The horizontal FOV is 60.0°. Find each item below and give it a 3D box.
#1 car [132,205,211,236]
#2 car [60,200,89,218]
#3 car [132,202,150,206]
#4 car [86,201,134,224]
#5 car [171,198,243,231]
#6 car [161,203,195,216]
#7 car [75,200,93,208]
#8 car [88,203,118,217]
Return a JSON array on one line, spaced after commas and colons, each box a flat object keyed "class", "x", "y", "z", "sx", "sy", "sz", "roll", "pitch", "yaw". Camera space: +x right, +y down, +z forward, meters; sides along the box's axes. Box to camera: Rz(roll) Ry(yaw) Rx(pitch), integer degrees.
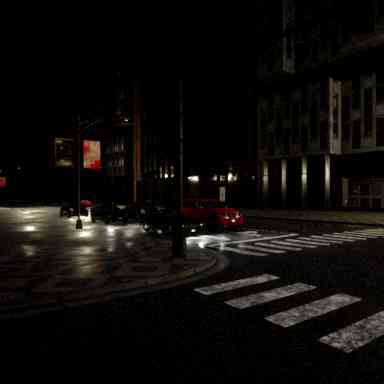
[{"class": "car", "x": -1.476, "y": 1.793, "z": 20.617, "sx": 2.033, "sy": 1.411, "sz": 5.357, "roll": 0, "pitch": -1, "yaw": -36}, {"class": "car", "x": -13.078, "y": 1.867, "z": 36.840, "sx": 2.097, "sy": 1.767, "sz": 4.553, "roll": 0, "pitch": -1, "yaw": -35}, {"class": "car", "x": -4.647, "y": 1.717, "z": 30.639, "sx": 2.097, "sy": 1.767, "sz": 4.553, "roll": 0, "pitch": -1, "yaw": -36}, {"class": "car", "x": -7.167, "y": 1.855, "z": 28.568, "sx": 1.882, "sy": 1.535, "sz": 5.008, "roll": 0, "pitch": -1, "yaw": -36}, {"class": "car", "x": 1.008, "y": 1.455, "z": 22.774, "sx": 2.150, "sy": 2.045, "sz": 5.566, "roll": 0, "pitch": -1, "yaw": -34}, {"class": "car", "x": -1.654, "y": 1.953, "z": 37.957, "sx": 1.994, "sy": 1.385, "sz": 4.181, "roll": 0, "pitch": 0, "yaw": -36}, {"class": "car", "x": -21.172, "y": 2.319, "z": 65.216, "sx": 1.882, "sy": 1.535, "sz": 5.008, "roll": 0, "pitch": -2, "yaw": -36}, {"class": "car", "x": -10.430, "y": 2.024, "z": 38.724, "sx": 1.812, "sy": 1.442, "sz": 4.674, "roll": 0, "pitch": -1, "yaw": -35}]
